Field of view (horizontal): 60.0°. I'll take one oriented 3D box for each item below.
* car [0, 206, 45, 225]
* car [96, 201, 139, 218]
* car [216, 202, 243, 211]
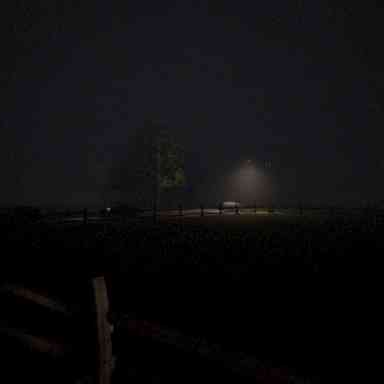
[{"bbox_3d":[-13.920,1.780,26.401,1.994,1.385,4.181,0,-1,37],"label":"car"},{"bbox_3d":[-7.660,1.719,34.464,2.097,1.767,4.553,0,-1,38],"label":"car"},{"bbox_3d":[5.929,2.233,51.867,2.033,1.411,5.357,0,-1,38],"label":"car"}]
